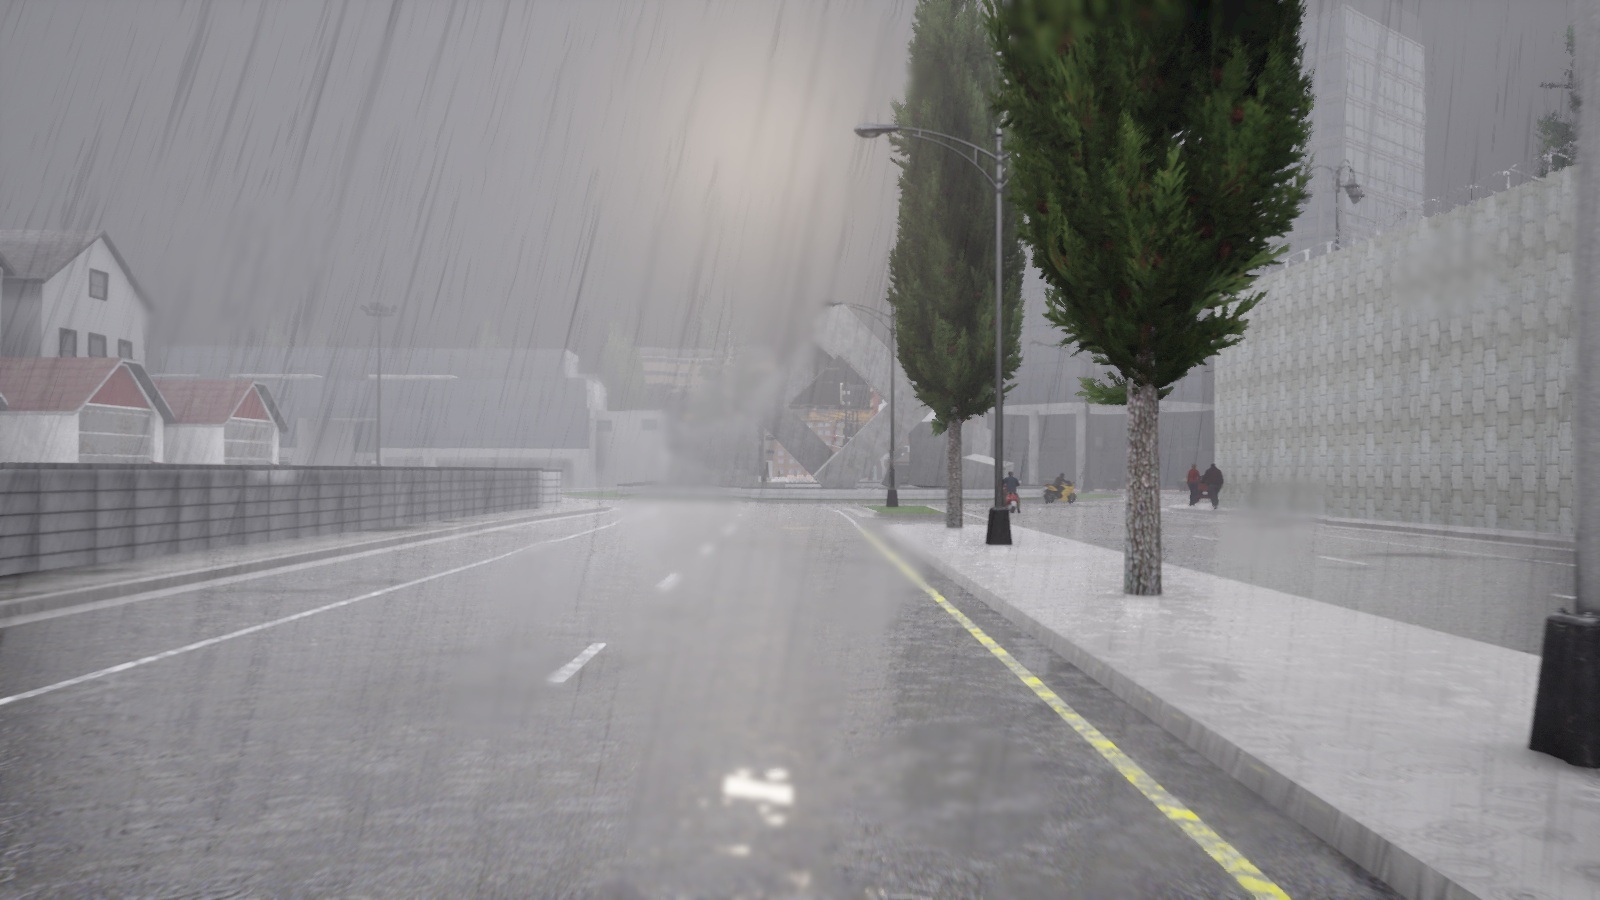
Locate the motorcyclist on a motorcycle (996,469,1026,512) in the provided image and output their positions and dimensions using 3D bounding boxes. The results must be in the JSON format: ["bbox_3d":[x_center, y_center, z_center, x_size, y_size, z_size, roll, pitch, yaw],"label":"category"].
[{"bbox_3d":[7.983,1.533,47.593,0.866,1.590,1.817,0,-1,1],"label":"motorcyclist on a motorcycle"}]

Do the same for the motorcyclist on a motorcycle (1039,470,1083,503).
[{"bbox_3d":[12.651,1.764,60.794,2.044,1.523,0.797,0,-2,-30],"label":"motorcyclist on a motorcycle"}]

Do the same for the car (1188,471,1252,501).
[{"bbox_3d":[21.703,1.826,64.815,1.816,1.474,4.193,-1,-1,38],"label":"car"}]

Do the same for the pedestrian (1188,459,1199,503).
[{"bbox_3d":[16.516,1.287,52.754,0.331,1.846,0.636,-1,-1,27],"label":"pedestrian"}]

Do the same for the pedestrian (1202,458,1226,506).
[{"bbox_3d":[16.024,1.219,48.618,0.634,1.844,0.899,0,-1,2],"label":"pedestrian"}]
